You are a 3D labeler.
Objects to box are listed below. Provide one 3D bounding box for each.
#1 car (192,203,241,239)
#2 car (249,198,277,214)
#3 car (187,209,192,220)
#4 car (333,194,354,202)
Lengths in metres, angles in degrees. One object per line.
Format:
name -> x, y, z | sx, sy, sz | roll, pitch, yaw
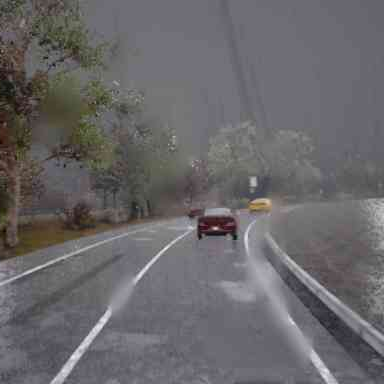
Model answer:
car -> 1.480, 1.462, 17.264 | 1.882, 1.535, 5.008 | -1, 0, 10
car -> 7.474, 1.375, 34.664 | 1.882, 1.535, 5.008 | -3, -1, 27
car -> 1.193, 1.665, 29.205 | 1.895, 1.301, 4.718 | -2, -1, 21
car -> 27.878, 1.017, 61.267 | 4.181, 1.385, 1.994 | -2, -3, -32
